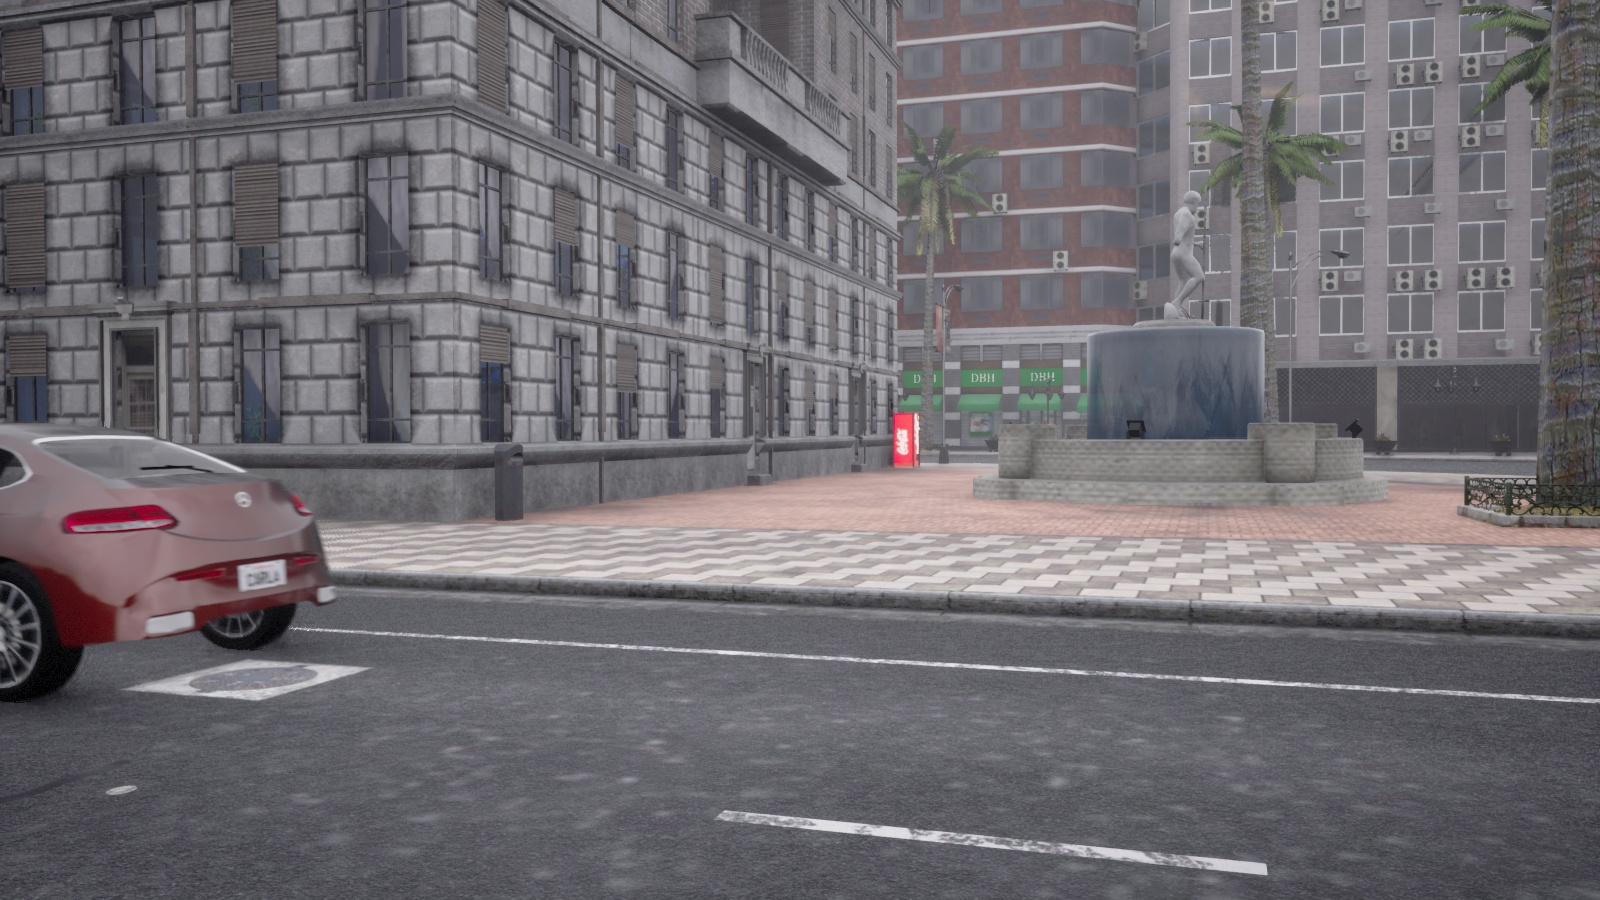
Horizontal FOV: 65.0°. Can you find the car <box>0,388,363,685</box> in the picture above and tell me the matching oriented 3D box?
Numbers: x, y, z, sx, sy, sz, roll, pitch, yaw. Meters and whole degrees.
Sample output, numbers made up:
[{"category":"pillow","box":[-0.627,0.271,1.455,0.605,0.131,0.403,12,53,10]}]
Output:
[{"category":"car","box":[-5.857,0.443,8.778,5.027,1.651,2.152,1,1,18]}]
